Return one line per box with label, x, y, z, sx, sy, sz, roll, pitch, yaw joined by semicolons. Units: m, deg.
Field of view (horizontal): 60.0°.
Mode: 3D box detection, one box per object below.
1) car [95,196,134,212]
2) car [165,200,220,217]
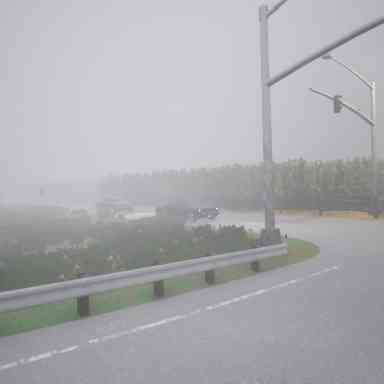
car;-7.035;1.124;29.821;1.837;1.490;4.892;-3;2;-40
car;-0.369;1.180;22.021;1.895;1.301;4.718;-3;2;-41
